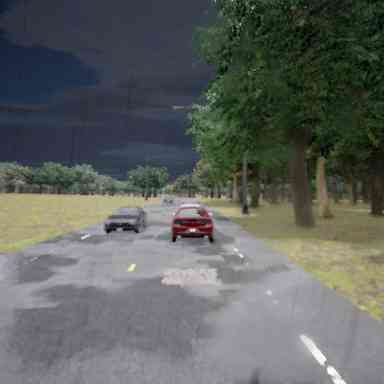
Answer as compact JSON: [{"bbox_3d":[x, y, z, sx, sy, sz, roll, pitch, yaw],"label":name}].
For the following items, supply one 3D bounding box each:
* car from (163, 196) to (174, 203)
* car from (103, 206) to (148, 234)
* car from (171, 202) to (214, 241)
[{"bbox_3d":[-4.496,1.482,63.741,1.994,1.385,4.181,0,0,-2],"label":"car"},{"bbox_3d":[-3.709,1.541,19.573,2.033,1.411,5.357,0,0,-1],"label":"car"},{"bbox_3d":[0.012,1.473,16.629,1.882,1.535,5.008,0,0,0],"label":"car"}]
